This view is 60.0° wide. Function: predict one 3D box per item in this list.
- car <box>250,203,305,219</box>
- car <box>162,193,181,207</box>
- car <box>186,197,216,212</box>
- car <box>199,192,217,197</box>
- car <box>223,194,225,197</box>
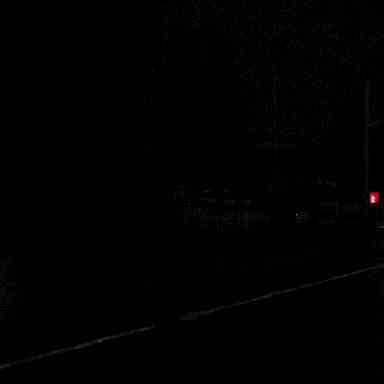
[{"bbox_3d":[7.413,1.616,29.218,1.895,1.301,4.718,0,0,-37],"label":"car"},{"bbox_3d":[-3.646,1.367,50.102,2.097,1.767,4.553,0,0,-35],"label":"car"},{"bbox_3d":[1.351,1.579,37.237,1.994,1.385,4.181,0,0,-37],"label":"car"},{"bbox_3d":[4.930,1.113,92.316,1.932,1.855,4.605,0,0,-37],"label":"car"},{"bbox_3d":[7.017,1.092,94.380,1.905,1.878,3.866,0,0,-37],"label":"car"}]
